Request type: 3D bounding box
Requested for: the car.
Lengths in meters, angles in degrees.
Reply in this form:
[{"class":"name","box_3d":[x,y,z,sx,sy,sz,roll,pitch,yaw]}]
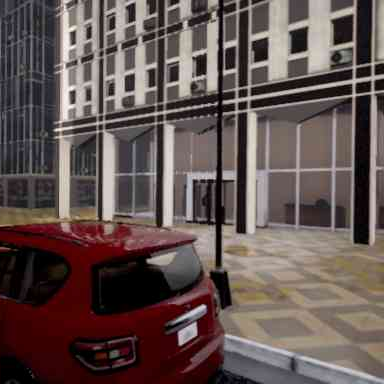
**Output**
[{"class":"car","box_3d":[-1.982,1.300,4.276,5.009,1.841,2.192,0,1,36]}]
